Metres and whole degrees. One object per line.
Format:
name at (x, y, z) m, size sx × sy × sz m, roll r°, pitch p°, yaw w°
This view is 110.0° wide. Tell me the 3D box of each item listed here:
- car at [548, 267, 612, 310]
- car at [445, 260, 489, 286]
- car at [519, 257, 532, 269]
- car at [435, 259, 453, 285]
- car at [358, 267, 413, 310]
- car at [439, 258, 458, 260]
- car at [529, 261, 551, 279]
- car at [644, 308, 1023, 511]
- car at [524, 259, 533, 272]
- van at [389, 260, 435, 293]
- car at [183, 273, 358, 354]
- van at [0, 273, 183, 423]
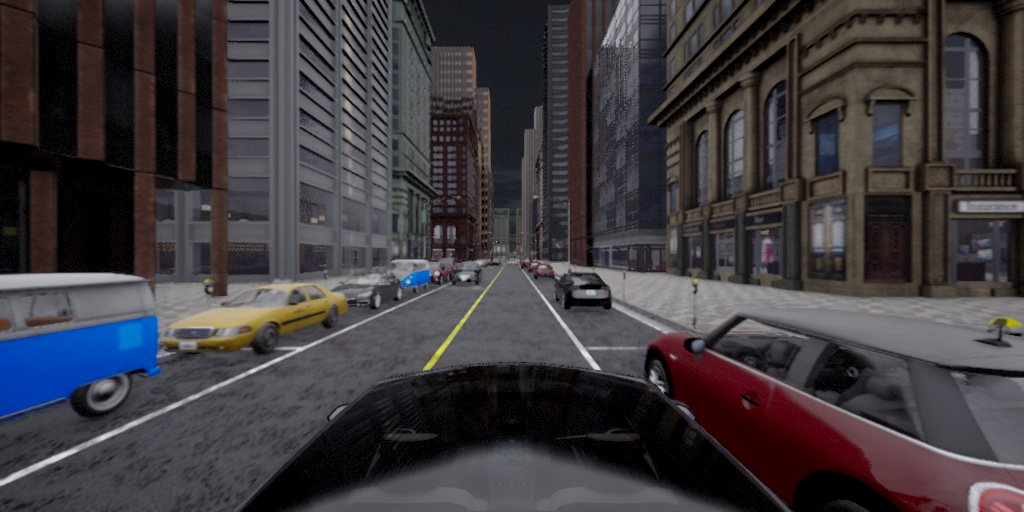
car at (2.763, 1.315, 14.602) m, size 1.948 × 1.339 × 4.313 m, roll 0°, pitch 0°, yaw 0°
car at (-3.095, 1.243, 25.644) m, size 2.128 × 1.511 × 4.902 m, roll 0°, pitch 0°, yaw 0°
car at (2.366, 1.239, 55.310) m, size 1.882 × 1.535 × 5.008 m, roll 0°, pitch 0°, yaw 0°
car at (-5.760, 1.192, 25.869) m, size 1.967 × 1.591 × 4.097 m, roll 0°, pitch 0°, yaw 0°
car at (-5.762, 1.300, 14.596) m, size 2.007 × 1.370 × 4.403 m, roll 0°, pitch 0°, yaw 0°
car at (-5.760, 1.068, 31.506) m, size 2.192 × 1.841 × 5.009 m, roll 0°, pitch 0°, yaw 0°
car at (2.765, 1.335, 31.511) m, size 1.802 × 1.307 × 4.207 m, roll 0°, pitch 0°, yaw 0°
car at (2.762, 1.190, 3.329) m, size 1.967 × 1.591 × 4.097 m, roll 0°, pitch 0°, yaw 0°
car at (2.767, 1.337, 42.784) m, size 1.802 × 1.307 × 4.207 m, roll 0°, pitch 0°, yaw 0°
van at (-5.761, 1.091, 20.233) m, size 1.690 × 1.789 × 3.998 m, roll 0°, pitch 0°, yaw 0°
car at (-5.762, 1.275, 8.790) m, size 1.751 × 1.417 × 4.829 m, roll 0°, pitch 0°, yaw 0°
van at (-5.763, 1.091, 3.323) m, size 1.690 × 1.789 × 3.998 m, roll 0°, pitch 0°, yaw 0°
